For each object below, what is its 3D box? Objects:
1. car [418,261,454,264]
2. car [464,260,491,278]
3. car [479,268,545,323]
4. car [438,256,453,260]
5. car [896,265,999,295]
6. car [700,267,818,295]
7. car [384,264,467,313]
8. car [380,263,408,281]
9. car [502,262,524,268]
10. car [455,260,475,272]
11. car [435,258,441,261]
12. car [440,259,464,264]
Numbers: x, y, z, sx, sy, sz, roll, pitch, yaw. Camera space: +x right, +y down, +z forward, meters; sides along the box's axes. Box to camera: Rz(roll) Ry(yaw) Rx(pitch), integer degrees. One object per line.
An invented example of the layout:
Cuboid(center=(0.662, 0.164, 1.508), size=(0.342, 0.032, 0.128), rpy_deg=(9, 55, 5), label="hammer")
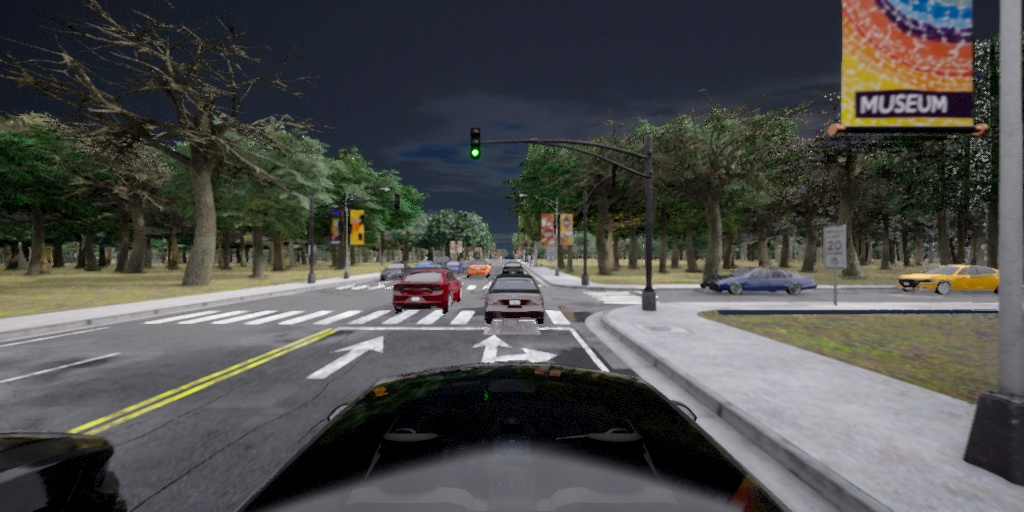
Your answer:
Cuboid(center=(-6.596, 1.372, 30.772), size=(1.994, 1.385, 4.181), rpy_deg=(0, 0, 1), label="car")
Cuboid(center=(-3.151, 1.170, 35.459), size=(2.097, 1.767, 4.553), rpy_deg=(0, 0, 0), label="car")
Cuboid(center=(0.081, 1.315, 12.225), size=(2.033, 1.411, 5.357), rpy_deg=(0, 0, 0), label="car")
Cuboid(center=(-9.773, 1.078, 51.651), size=(2.150, 2.045, 5.566), rpy_deg=(0, 0, 1), label="car")
Cuboid(center=(23.603, 1.225, 19.159), size=(5.008, 1.535, 1.882), rpy_deg=(0, 0, 0), label="car")
Cuboid(center=(13.086, 1.307, 19.171), size=(5.357, 1.411, 2.033), rpy_deg=(0, 0, 0), label="car")
Cuboid(center=(-3.151, 1.251, 14.180), size=(1.882, 1.535, 5.008), rpy_deg=(0, 0, 0), label="car")
Cuboid(center=(-9.844, 1.334, 31.102), size=(1.812, 1.442, 4.674), rpy_deg=(0, 0, 0), label="car")
Cuboid(center=(0.100, 1.292, 33.868), size=(1.882, 1.535, 5.008), rpy_deg=(0, 0, 0), label="car")
Cuboid(center=(-6.539, 1.346, 50.794), size=(2.128, 1.511, 4.902), rpy_deg=(0, 0, 1), label="car")
Cuboid(center=(-9.839, 1.308, 41.112), size=(1.882, 1.535, 5.008), rpy_deg=(0, 0, 0), label="car")
Cuboid(center=(-6.586, 1.355, 40.640), size=(1.812, 1.442, 4.674), rpy_deg=(0, 0, 0), label="car")
